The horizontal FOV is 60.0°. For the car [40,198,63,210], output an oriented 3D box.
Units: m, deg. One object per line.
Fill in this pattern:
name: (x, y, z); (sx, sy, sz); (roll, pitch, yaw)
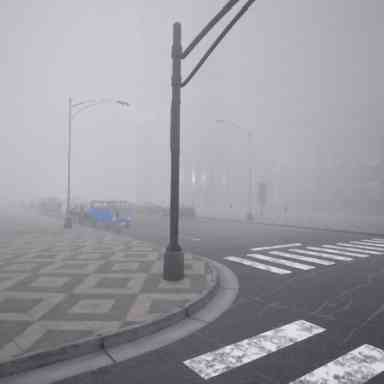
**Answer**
car: (-19.708, 1.657, 46.507); (1.837, 1.490, 4.892); (1, -1, -35)

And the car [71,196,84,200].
car: (-17.400, 1.814, 53.236); (1.887, 1.381, 4.507); (1, -1, -35)

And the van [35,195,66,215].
van: (-14.817, 1.397, 34.784); (1.690, 1.788, 3.998); (1, -1, -35)

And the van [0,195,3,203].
van: (-46.705, 1.611, 79.903); (1.690, 1.788, 3.998); (1, -1, -35)

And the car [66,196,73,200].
car: (-20.589, 1.606, 57.750); (2.192, 1.841, 5.009); (1, -1, -35)

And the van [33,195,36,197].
van: (-36.542, 1.739, 80.304); (1.690, 1.788, 3.998); (1, -1, -35)

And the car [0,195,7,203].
car: (-43.515, 1.563, 75.391); (2.192, 1.841, 5.009); (1, -1, -35)

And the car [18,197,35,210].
car: (-21.197, 1.680, 43.806); (1.802, 1.307, 4.206); (1, -1, -35)

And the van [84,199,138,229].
van: (-5.251, 1.335, 21.249); (1.690, 1.788, 3.998); (1, -1, -35)

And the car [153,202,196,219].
car: (-1.446, 1.709, 30.681); (1.887, 1.381, 4.507); (1, -1, -35)

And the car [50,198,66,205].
car: (-26.972, 1.884, 66.769); (2.008, 1.369, 4.403); (1, -1, -35)

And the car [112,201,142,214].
car: (-7.828, 1.751, 39.703); (1.887, 1.381, 4.507); (1, -1, -35)

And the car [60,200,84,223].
car: (-8.441, 1.559, 25.759); (1.887, 1.381, 4.507); (1, -1, -35)

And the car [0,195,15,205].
car: (-37.042, 1.729, 66.227); (1.752, 1.417, 4.829); (1, -1, -35)

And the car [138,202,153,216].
car: (-4.637, 1.730, 35.192); (1.887, 1.381, 4.507); (1, -1, -35)

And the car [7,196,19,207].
car: (-27.574, 1.691, 52.830); (2.008, 1.369, 4.403); (1, -1, -35)

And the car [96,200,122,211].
car: (-11.116, 1.753, 44.353); (1.752, 1.417, 4.829); (1, -1, -35)

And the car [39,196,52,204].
car: (-33.353, 1.817, 75.793); (1.967, 1.590, 4.097); (1, -1, -35)

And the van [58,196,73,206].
van: (-23.780, 1.653, 62.260); (1.690, 1.788, 3.998); (1, -1, -35)
